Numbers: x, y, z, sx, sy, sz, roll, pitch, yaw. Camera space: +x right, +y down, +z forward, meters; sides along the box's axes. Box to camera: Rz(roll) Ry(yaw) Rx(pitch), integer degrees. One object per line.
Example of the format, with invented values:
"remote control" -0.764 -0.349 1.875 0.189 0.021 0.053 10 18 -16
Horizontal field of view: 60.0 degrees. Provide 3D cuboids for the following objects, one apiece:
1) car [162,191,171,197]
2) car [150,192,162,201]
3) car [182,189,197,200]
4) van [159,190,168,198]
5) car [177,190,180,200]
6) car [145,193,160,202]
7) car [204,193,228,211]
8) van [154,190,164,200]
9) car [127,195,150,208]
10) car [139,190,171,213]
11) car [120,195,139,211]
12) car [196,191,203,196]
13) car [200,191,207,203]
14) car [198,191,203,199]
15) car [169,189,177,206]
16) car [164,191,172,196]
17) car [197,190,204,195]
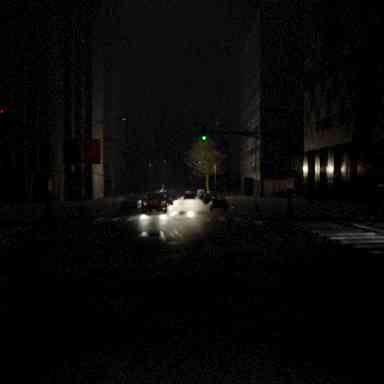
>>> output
"car" -6.439 0.439 84.811 2.008 1.369 4.403 0 1 -1
"car" -6.189 0.756 57.578 1.752 1.417 4.829 0 1 -1
"car" -0.462 0.664 61.682 1.882 1.535 5.008 0 1 -1
"van" -6.340 0.364 73.983 1.690 1.788 3.998 0 1 -1
"car" -3.474 0.833 57.736 1.895 1.301 4.718 0 1 0
"car" -6.140 0.863 52.335 1.947 1.339 4.313 0 1 -1
"car" 2.564 1.112 32.849 2.008 1.369 4.403 0 1 -1
"van" -6.240 0.501 63.158 1.690 1.788 3.998 0 1 -1
"car" -6.007 1.036 37.766 2.008 1.369 4.403 0 1 -1
"car" -3.244 0.943 30.039 2.097 1.767 4.553 0 1 -1
"car" -5.961 1.102 32.774 2.008 1.369 4.403 0 1 -1
"car" 2.031 0.377 90.781 2.008 1.369 4.403 0 1 -1
"car" 2.464 0.965 43.737 1.887 1.381 4.507 0 1 -1
"car" 2.414 0.901 49.180 2.008 1.369 4.403 0 1 -1
"car" -3.361 0.796 41.328 2.097 1.767 4.553 0 1 0
"car" -6.489 0.403 90.224 1.802 1.307 4.206 0 1 -1
"car" 2.323 0.774 59.051 2.008 1.369 4.403 0 1 -1
